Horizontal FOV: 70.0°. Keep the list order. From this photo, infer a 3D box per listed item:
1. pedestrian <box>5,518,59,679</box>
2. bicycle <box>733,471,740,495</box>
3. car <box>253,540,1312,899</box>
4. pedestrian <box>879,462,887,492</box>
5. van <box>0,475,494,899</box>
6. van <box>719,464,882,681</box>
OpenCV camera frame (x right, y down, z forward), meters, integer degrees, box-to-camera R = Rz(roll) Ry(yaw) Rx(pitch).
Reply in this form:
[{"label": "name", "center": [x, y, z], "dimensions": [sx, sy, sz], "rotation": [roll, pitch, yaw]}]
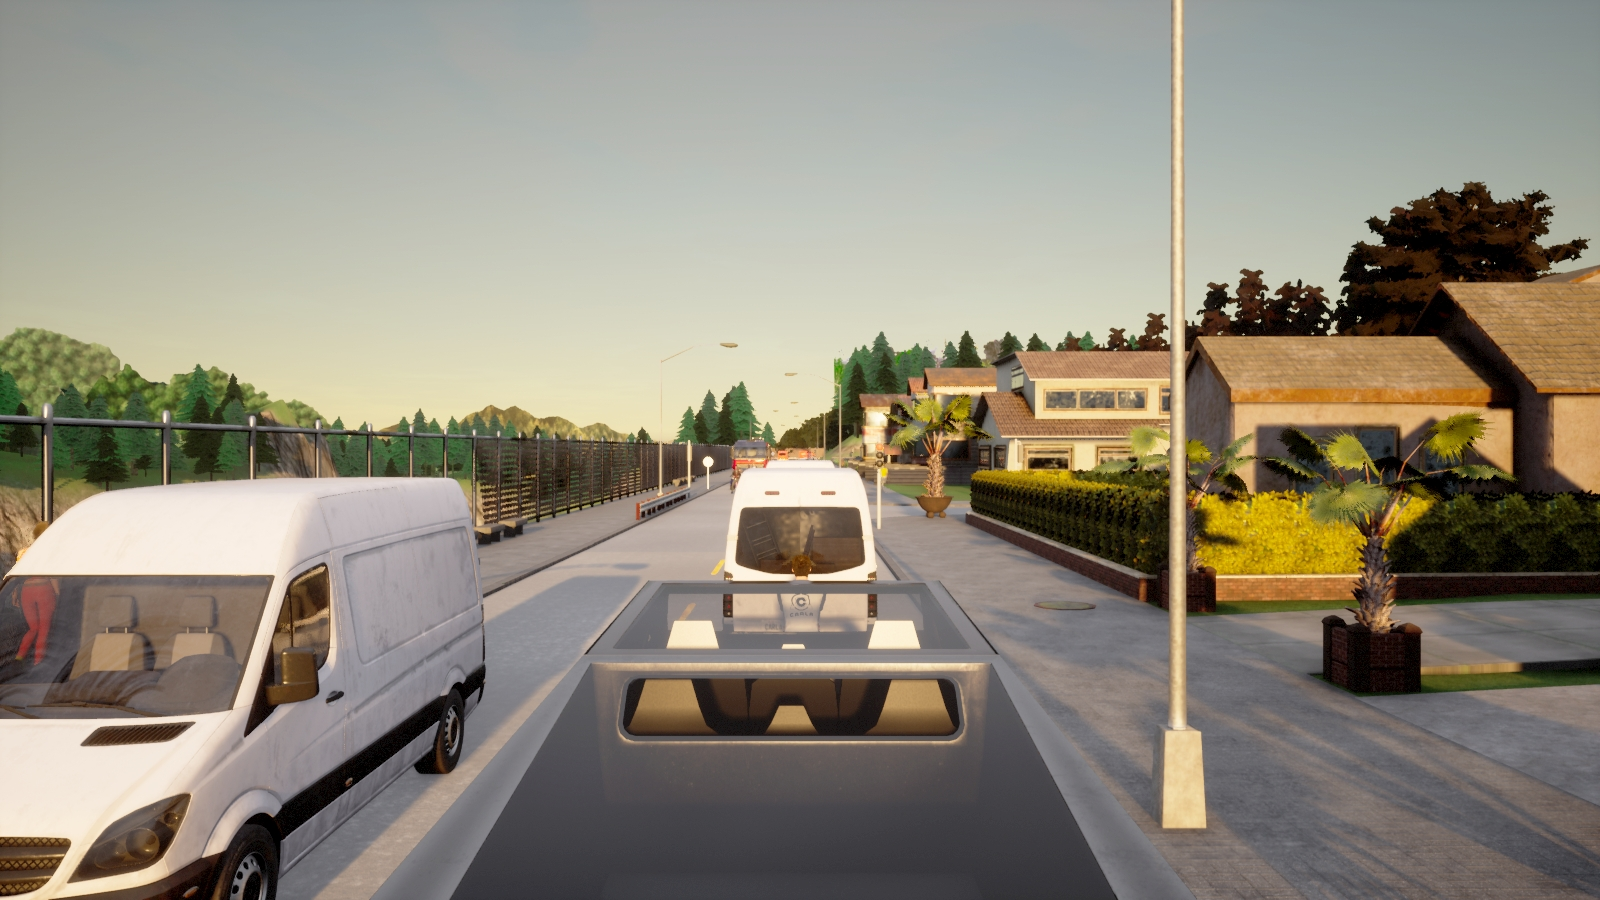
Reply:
[{"label": "pedestrian", "center": [-9.060, 1.739, 13.483], "dimensions": [0.375, 1.860, 0.375], "rotation": [0, 0, 0]}, {"label": "bicycle", "center": [-3.968, 2.032, 71.211], "dimensions": [0.329, 1.471, 1.835], "rotation": [0, 0, 0]}, {"label": "car", "center": [-0.034, 1.751, 5.716], "dimensions": [2.390, 2.098, 6.274], "rotation": [0, 0, 0]}, {"label": "pedestrian", "center": [5.174, 1.710, 71.211], "dimensions": [0.375, 1.860, 0.375], "rotation": [0, 0, -8]}, {"label": "van", "center": [-3.993, 1.531, 8.228], "dimensions": [1.988, 2.561, 5.915], "rotation": [0, 0, 0]}, {"label": "van", "center": [0.009, 1.528, 16.844], "dimensions": [1.988, 2.561, 5.915], "rotation": [0, 0, 0]}]
